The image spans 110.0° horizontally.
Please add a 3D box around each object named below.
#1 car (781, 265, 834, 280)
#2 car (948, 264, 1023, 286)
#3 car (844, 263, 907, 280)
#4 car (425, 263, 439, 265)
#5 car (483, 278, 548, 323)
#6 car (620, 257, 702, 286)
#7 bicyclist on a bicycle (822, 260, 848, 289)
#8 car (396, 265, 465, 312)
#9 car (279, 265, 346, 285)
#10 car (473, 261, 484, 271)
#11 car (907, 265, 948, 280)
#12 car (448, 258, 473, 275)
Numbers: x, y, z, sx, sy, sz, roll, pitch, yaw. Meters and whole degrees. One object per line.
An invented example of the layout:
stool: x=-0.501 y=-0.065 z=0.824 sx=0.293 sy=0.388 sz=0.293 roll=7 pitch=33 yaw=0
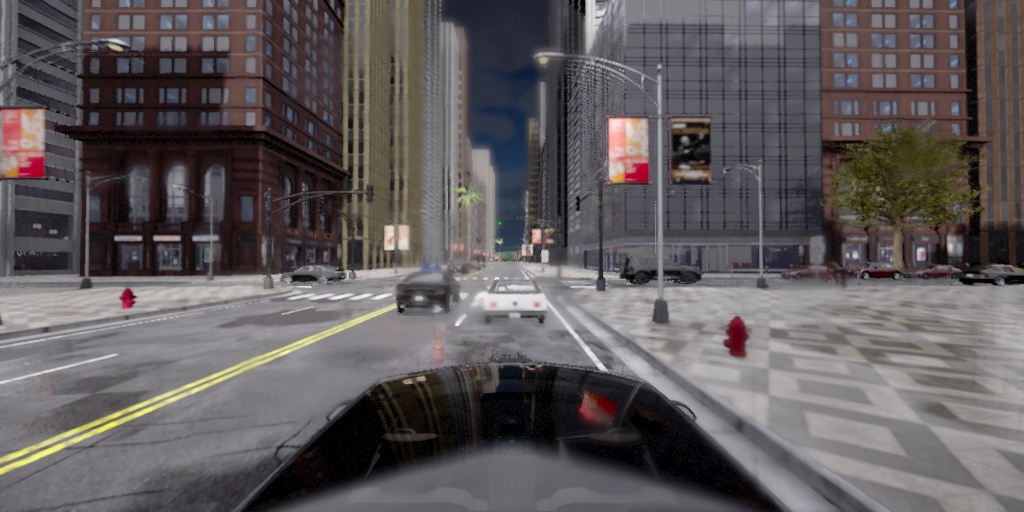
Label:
car: x=26.462 y=1.466 z=32.072 sx=4.207 sy=1.307 sz=1.802 roll=0 pitch=0 yaw=-1
car: x=32.228 y=1.310 z=23.636 sx=4.313 sy=1.339 sz=1.948 roll=0 pitch=0 yaw=-1
car: x=32.100 y=1.308 z=32.161 sx=4.097 sy=1.591 sz=1.967 roll=0 pitch=0 yaw=-1
car: x=-9.843 y=1.562 z=43.714 sx=1.882 sy=1.535 sz=5.008 roll=0 pitch=0 yaw=0
car: x=0.098 y=1.412 z=12.320 sx=1.895 sy=1.301 sz=4.718 roll=0 pitch=0 yaw=0
car: x=10.814 y=1.075 z=26.327 sx=5.566 sy=2.045 sz=2.150 roll=0 pitch=-1 yaw=2
bicyclist on a bicycle: x=18.391 y=1.042 z=20.469 sx=0.582 sy=1.620 sz=1.656 roll=0 pitch=-1 yaw=-1
car: x=-3.225 y=1.305 z=14.594 sx=1.882 sy=1.535 sz=5.008 roll=0 pitch=-1 yaw=-2
car: x=-15.679 y=1.476 z=28.243 sx=4.902 sy=1.511 sz=2.128 roll=-1 pitch=-1 yaw=5
car: x=-6.529 y=1.626 z=62.451 sx=2.097 sy=1.767 sz=4.553 roll=0 pitch=-1 yaw=0
car: x=37.739 y=1.437 z=32.248 sx=4.207 sy=1.307 sz=1.802 roll=0 pitch=0 yaw=-1
car: x=-6.603 y=1.305 z=44.396 sx=2.150 sy=2.045 sz=5.566 roll=0 pitch=0 yaw=0
